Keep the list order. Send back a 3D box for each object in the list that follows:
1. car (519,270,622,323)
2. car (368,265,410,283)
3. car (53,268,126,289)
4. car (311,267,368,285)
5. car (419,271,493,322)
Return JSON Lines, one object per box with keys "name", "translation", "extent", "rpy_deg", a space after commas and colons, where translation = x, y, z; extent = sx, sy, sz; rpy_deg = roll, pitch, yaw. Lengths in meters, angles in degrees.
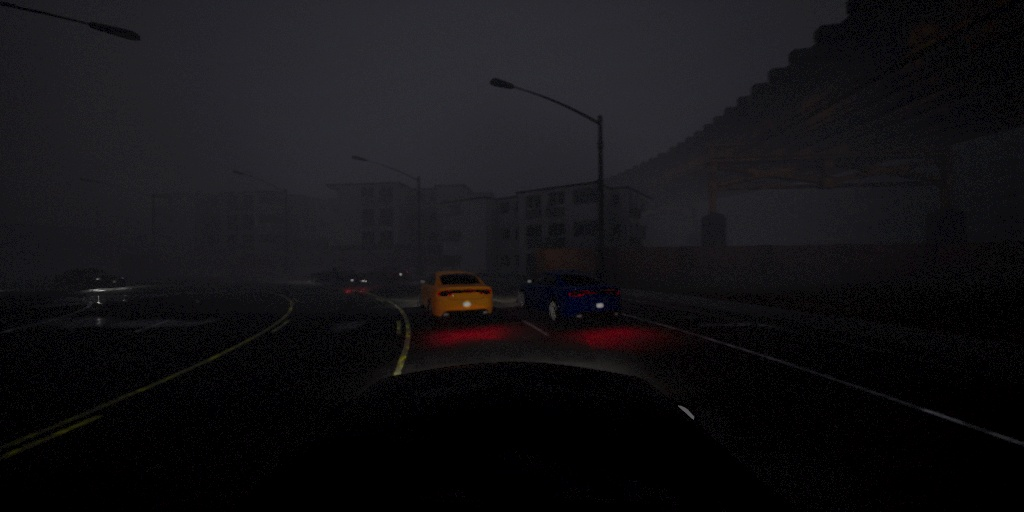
{"name": "car", "translation": [1.702, 1.210, 12.207], "extent": [1.882, 1.535, 5.008], "rpy_deg": [0, 0, -17]}
{"name": "car", "translation": [-10.211, 1.425, 29.185], "extent": [4.181, 1.385, 1.994], "rpy_deg": [-1, 0, 39]}
{"name": "car", "translation": [-31.214, 1.613, 26.464], "extent": [4.674, 1.442, 1.812], "rpy_deg": [-1, 0, 10]}
{"name": "car", "translation": [-13.384, 1.496, 27.374], "extent": [4.718, 1.301, 1.895], "rpy_deg": [-1, 0, 37]}
{"name": "car", "translation": [-2.130, 1.251, 12.693], "extent": [1.882, 1.535, 5.008], "rpy_deg": [0, 0, -20]}
